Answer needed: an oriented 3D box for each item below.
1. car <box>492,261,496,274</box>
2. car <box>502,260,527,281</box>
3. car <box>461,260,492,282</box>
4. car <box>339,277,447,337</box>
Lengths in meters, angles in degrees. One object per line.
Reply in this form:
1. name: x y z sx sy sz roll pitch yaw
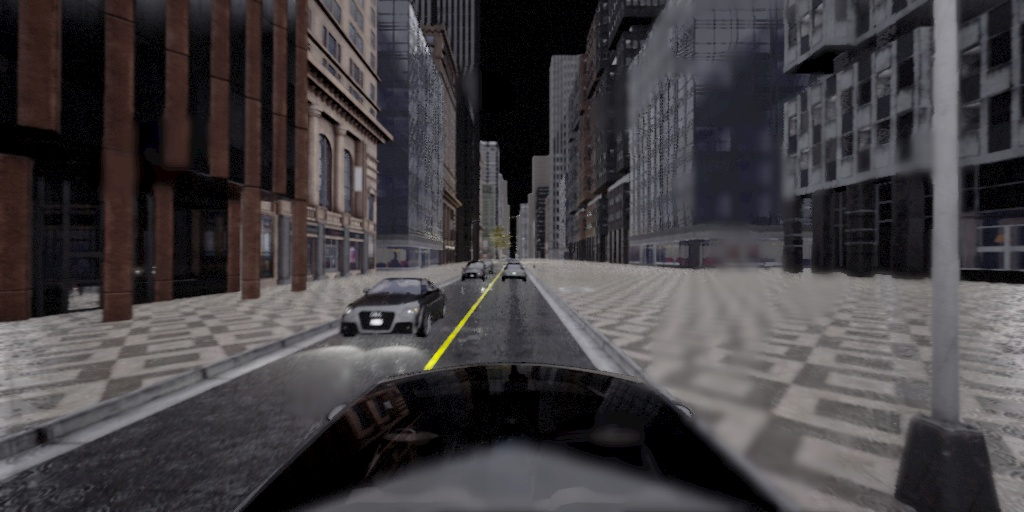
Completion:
1. car: -2.867 1.235 39.801 1.837 1.490 4.892 0 0 0
2. car: 0.164 1.301 29.489 1.994 1.385 4.181 0 0 0
3. car: -2.934 1.235 29.023 1.837 1.490 4.892 0 -1 1
4. car: -3.085 1.301 10.092 1.994 1.385 4.181 0 0 -1
